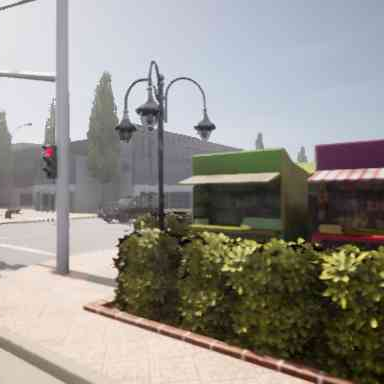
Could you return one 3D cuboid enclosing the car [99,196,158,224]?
[{"bbox_3d":[-4.783,1.346,26.740,2.150,2.045,5.566,0,0,37],"label":"car"}]
